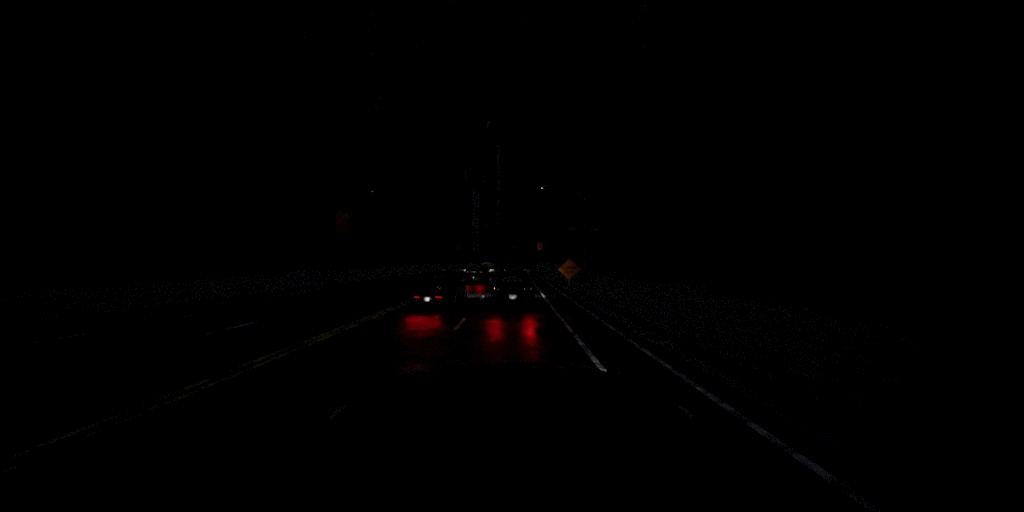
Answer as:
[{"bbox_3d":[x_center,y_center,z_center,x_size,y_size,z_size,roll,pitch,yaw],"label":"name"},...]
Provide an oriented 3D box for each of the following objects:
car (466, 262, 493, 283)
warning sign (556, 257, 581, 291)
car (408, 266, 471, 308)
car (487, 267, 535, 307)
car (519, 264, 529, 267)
[{"bbox_3d":[-3.018,1.536,31.047,2.128,1.511,4.902,0,-1,1],"label":"car"},{"bbox_3d":[3.316,1.051,20.734,1.300,1.860,1.060,0,0,1],"label":"warning sign"},{"bbox_3d":[-3.194,1.396,16.070,1.837,1.490,4.892,0,0,1],"label":"car"},{"bbox_3d":[0.057,1.415,16.115,1.812,1.442,4.674,0,0,1],"label":"car"},{"bbox_3d":[0.232,1.607,31.015,1.994,1.385,4.181,0,-1,1],"label":"car"}]
